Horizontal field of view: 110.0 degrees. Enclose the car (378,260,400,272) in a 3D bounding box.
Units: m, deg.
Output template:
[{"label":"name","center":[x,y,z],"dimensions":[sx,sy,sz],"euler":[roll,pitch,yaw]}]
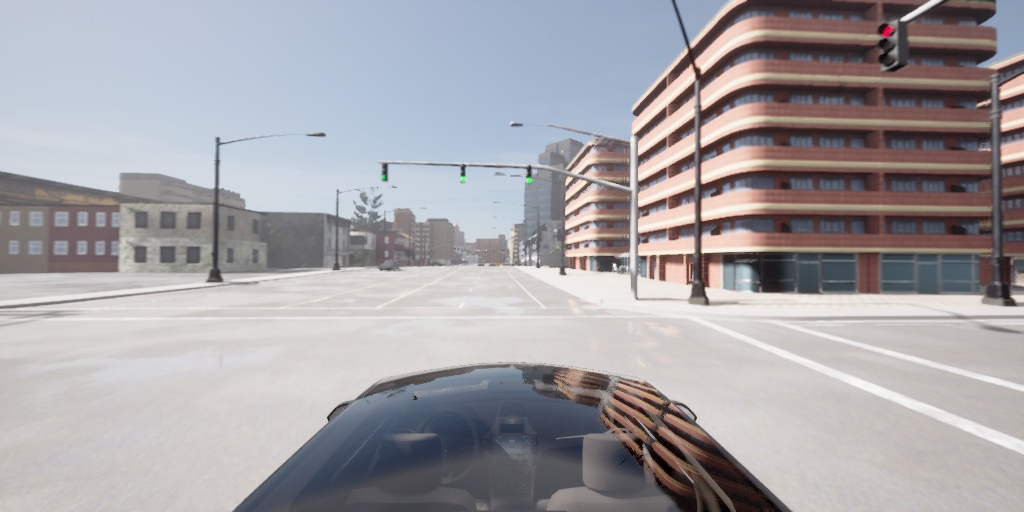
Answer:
[{"label":"car","center":[-16.423,1.378,48.117],"dimensions":[1.837,1.490,4.892],"euler":[0,2,-3]}]
